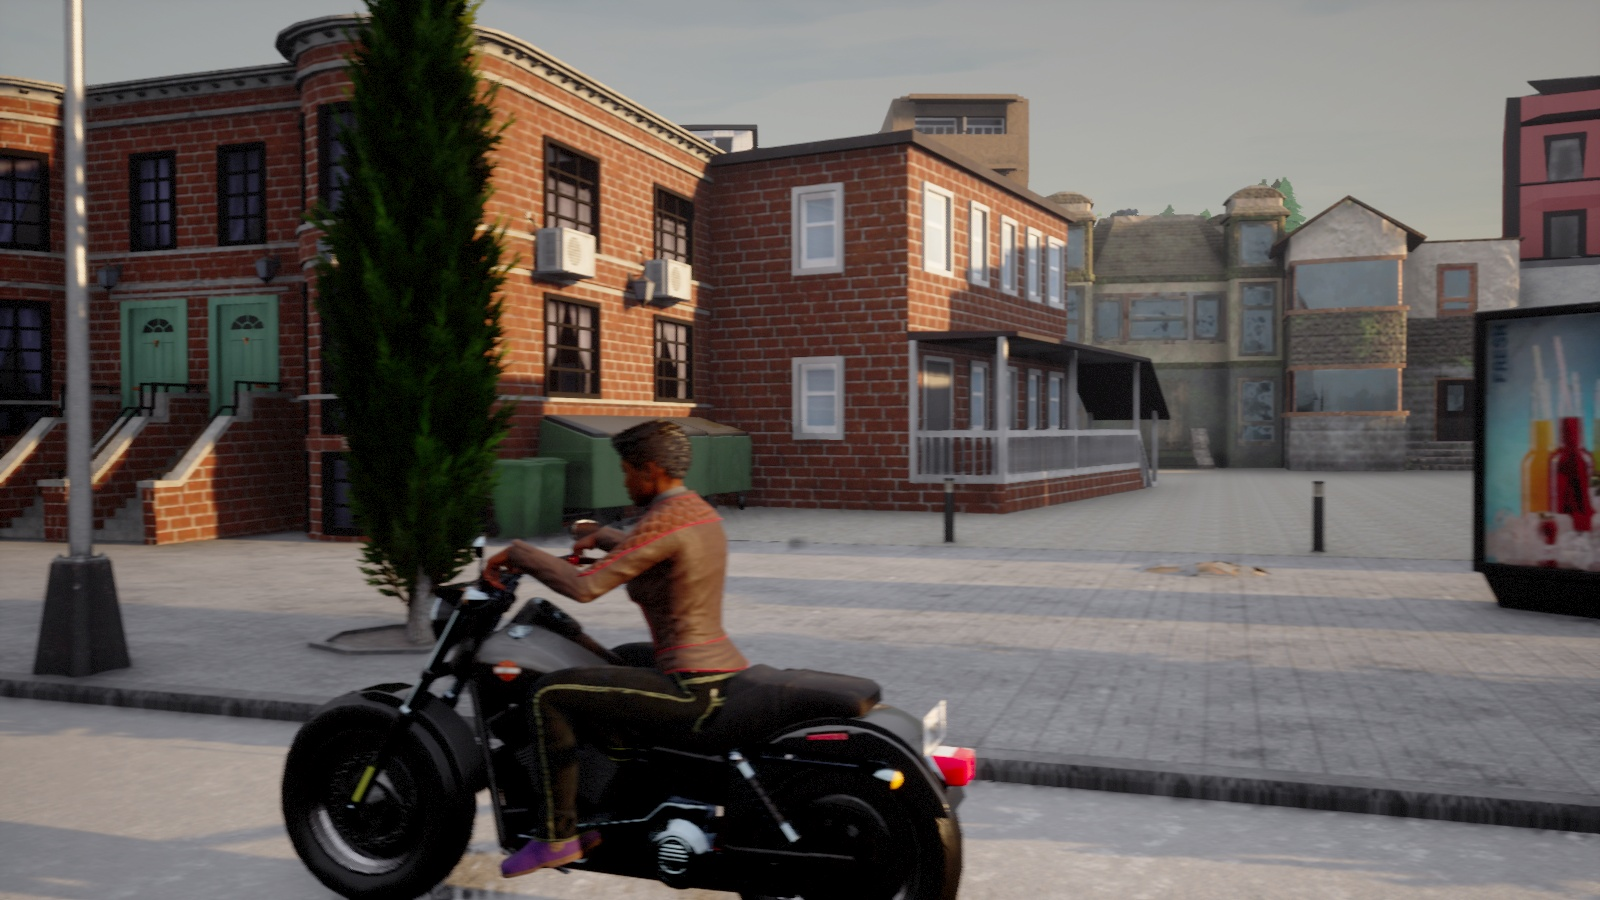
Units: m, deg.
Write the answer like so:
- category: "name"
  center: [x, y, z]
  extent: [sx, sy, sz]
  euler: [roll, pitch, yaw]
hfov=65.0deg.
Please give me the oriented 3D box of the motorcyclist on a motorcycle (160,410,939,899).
- category: "motorcyclist on a motorcycle"
  center: [-0.798, 0.710, 3.987]
  extent: [2.350, 1.649, 0.766]
  euler: [0, 1, 19]
